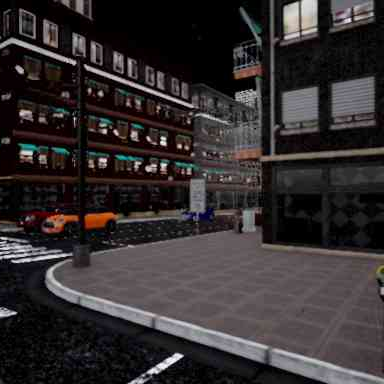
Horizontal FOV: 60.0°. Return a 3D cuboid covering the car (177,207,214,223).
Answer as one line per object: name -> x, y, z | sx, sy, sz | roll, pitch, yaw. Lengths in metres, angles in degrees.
car -> 0.444, 2.072, 31.545 | 1.812, 1.442, 4.674 | 0, -1, 34

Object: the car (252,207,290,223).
car -> 7.613, 2.144, 31.800 | 2.008, 1.369, 4.403 | -2, -2, 35

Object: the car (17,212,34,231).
car -> -9.039, 1.642, 22.571 | 2.192, 1.841, 5.009 | -2, -2, 35

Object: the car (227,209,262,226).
car -> 4.354, 2.071, 27.141 | 1.802, 1.307, 4.206 | -2, -2, 35

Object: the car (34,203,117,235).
car -> -7.023, 1.662, 20.990 | 2.097, 1.767, 4.553 | 0, -1, 36
